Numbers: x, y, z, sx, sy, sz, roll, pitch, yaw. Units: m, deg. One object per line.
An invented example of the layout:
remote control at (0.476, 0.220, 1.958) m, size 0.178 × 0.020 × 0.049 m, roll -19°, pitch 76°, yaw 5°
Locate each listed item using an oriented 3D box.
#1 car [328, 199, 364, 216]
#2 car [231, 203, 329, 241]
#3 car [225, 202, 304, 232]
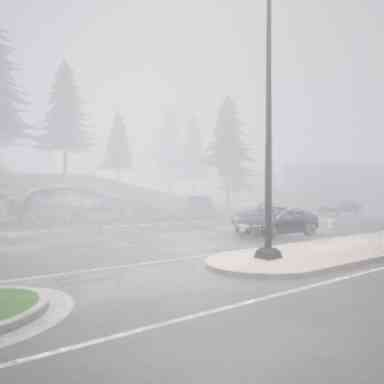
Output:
car at (14.246, 1.360, 31.787) m, size 5.357 × 1.411 × 2.033 m, roll 0°, pitch 0°, yaw -34°
car at (4.332, 1.491, 16.641) m, size 4.902 × 1.511 × 2.128 m, roll 0°, pitch 0°, yaw -34°
car at (4.670, 1.489, 21.107) m, size 4.902 × 1.511 × 2.128 m, roll 0°, pitch 0°, yaw -34°
